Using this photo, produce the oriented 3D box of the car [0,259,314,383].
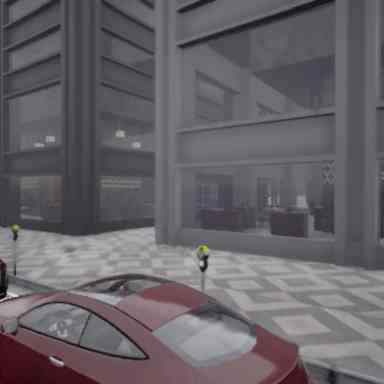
[{"bbox_3d":[-0.892,1.584,3.599,4.206,1.307,1.802,0,0,36],"label":"car"}]
